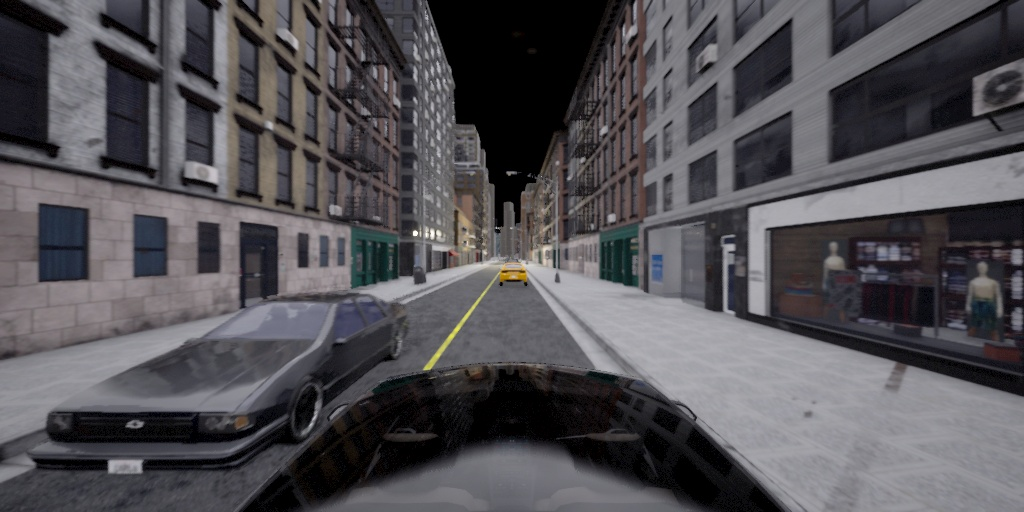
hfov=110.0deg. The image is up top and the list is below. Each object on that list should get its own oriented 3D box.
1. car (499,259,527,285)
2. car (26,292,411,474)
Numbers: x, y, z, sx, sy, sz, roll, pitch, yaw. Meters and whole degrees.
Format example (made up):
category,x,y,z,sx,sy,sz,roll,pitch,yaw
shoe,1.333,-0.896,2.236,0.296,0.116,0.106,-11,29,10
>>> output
category,x,y,z,sx,sy,sz,roll,pitch,yaw
car,0.100,1.232,26.341,1.882,1.535,5.008,0,0,0
car,-3.090,1.298,5.528,2.033,1.411,5.357,0,0,0
